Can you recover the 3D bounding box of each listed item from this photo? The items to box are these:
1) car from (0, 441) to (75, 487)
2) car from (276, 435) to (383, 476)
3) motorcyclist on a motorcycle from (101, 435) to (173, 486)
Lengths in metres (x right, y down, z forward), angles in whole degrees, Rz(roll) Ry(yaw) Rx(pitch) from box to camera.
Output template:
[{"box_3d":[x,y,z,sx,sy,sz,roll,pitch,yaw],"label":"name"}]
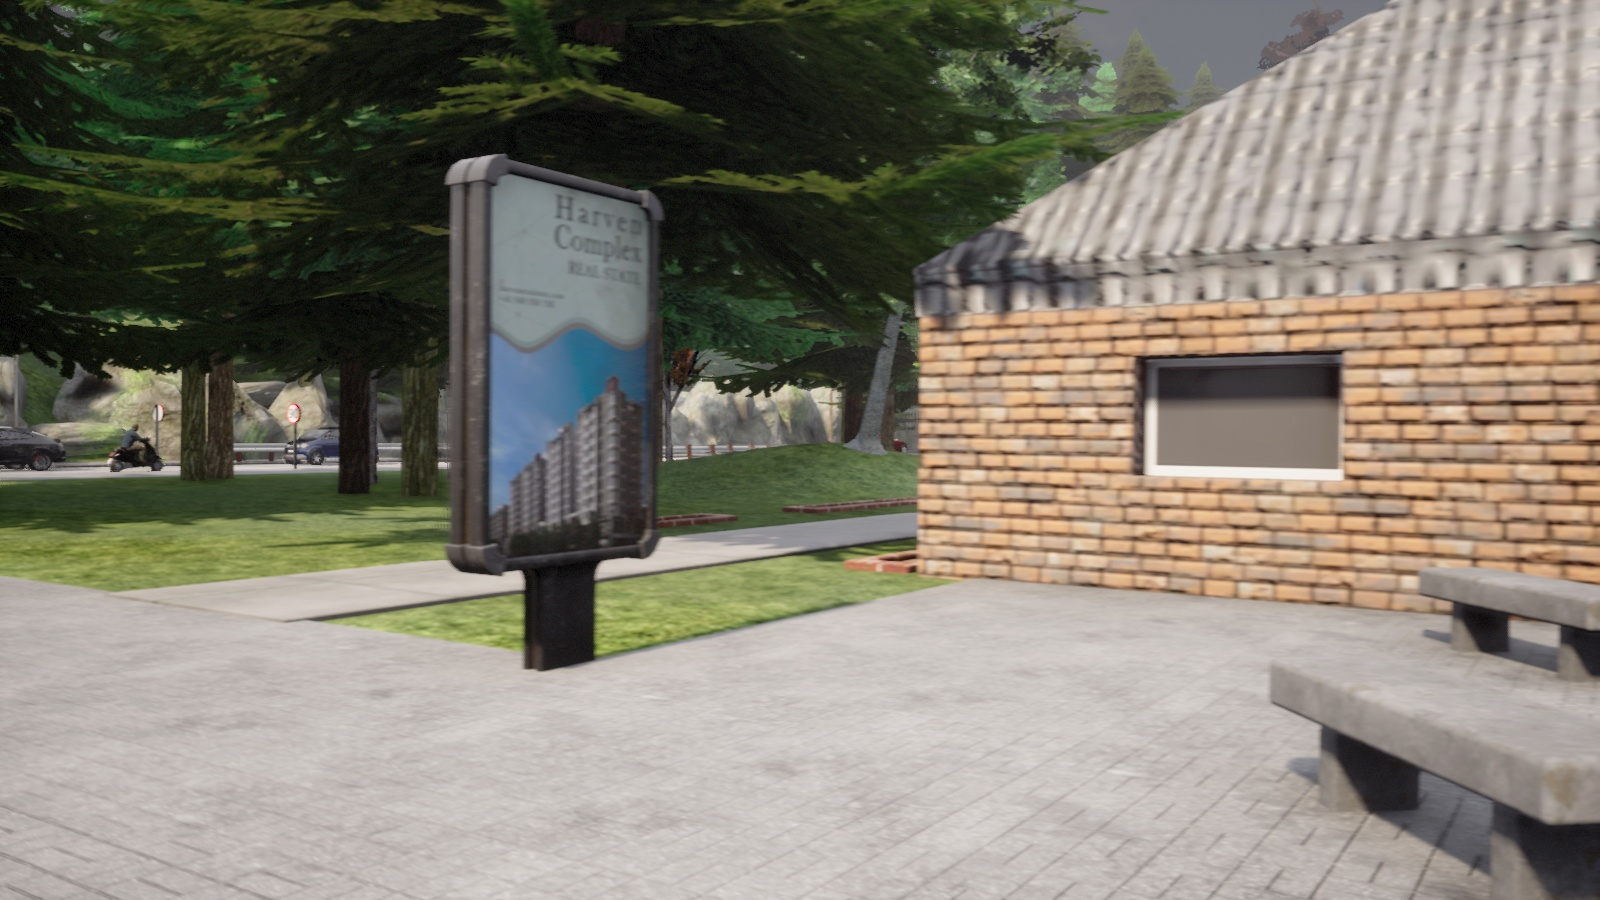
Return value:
[{"box_3d":[-26.126,0.445,40.215,1.812,1.442,4.674,0,1,33],"label":"car"},{"box_3d":[-19.055,0.184,50.994,1.789,1.549,3.705,0,1,33],"label":"car"},{"box_3d":[-21.270,0.327,40.322,0.866,1.590,1.817,0,1,33],"label":"motorcyclist on a motorcycle"}]
